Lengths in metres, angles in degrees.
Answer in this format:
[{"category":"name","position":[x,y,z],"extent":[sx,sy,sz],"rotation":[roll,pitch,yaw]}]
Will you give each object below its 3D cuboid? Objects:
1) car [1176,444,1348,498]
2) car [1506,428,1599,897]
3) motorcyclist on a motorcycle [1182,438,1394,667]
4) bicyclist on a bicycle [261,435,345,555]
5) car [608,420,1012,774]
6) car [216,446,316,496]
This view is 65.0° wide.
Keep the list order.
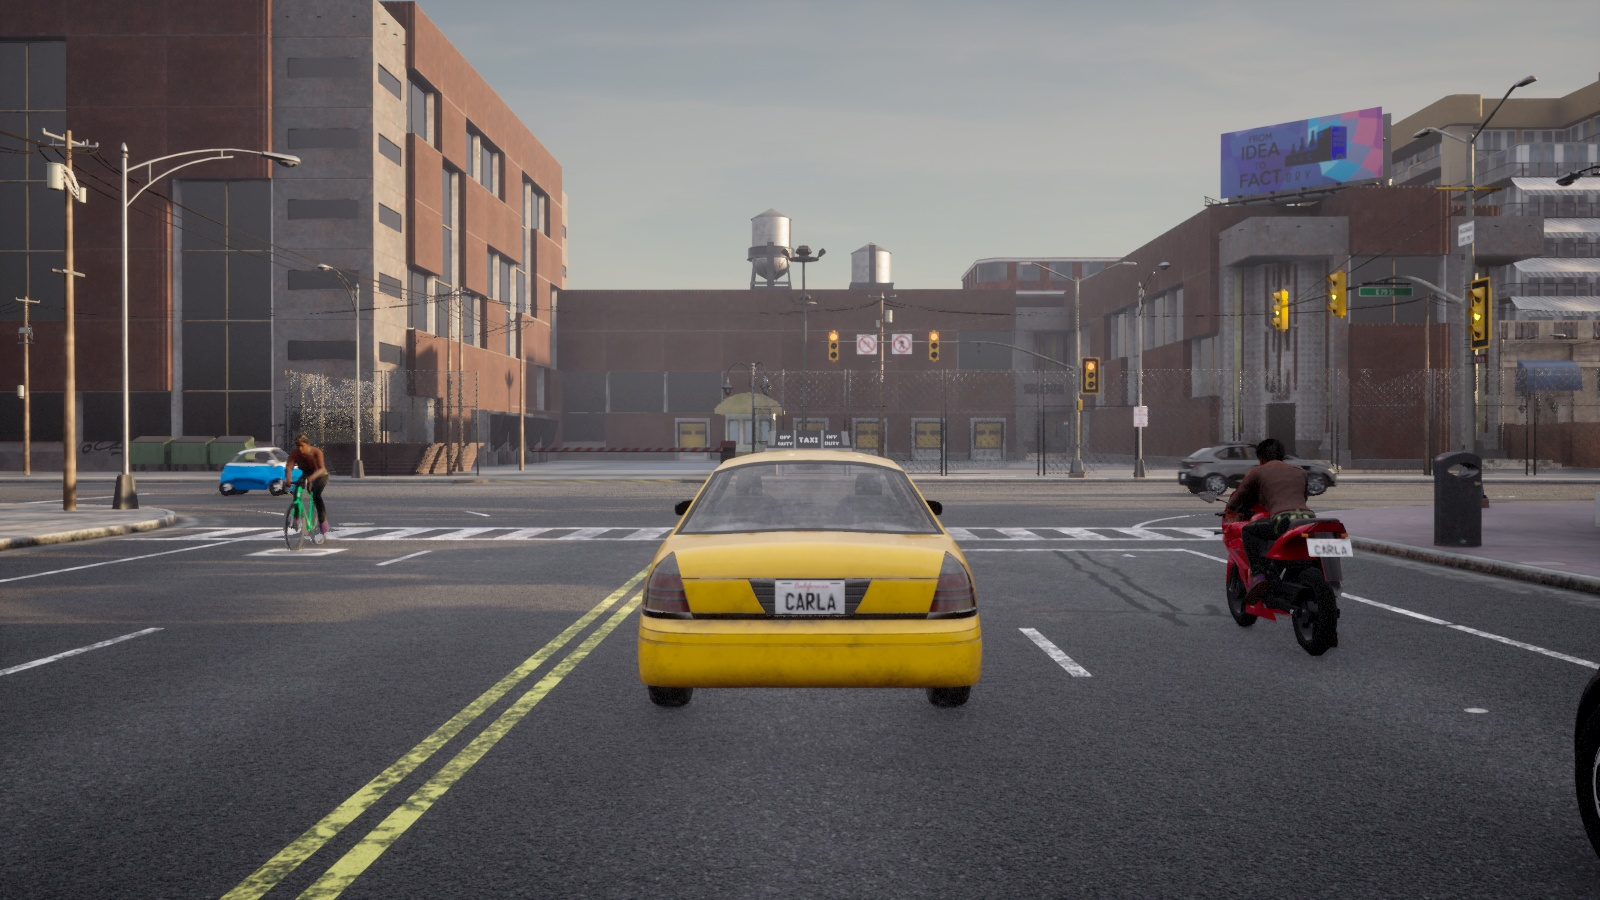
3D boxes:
[{"category":"car","position":[12.979,0.570,35.447],"extent":[4.193,1.474,1.816],"rotation":[0,0,1]},{"category":"car","position":[3.526,0.712,2.849],"extent":[1.789,1.549,3.705],"rotation":[0,0,1]},{"category":"motorcyclist on a motorcycle","position":[3.563,0.678,9.397],"extent":[0.797,1.523,2.044],"rotation":[0,0,0]},{"category":"bicyclist on a bicycle","position":[-6.999,0.593,17.753],"extent":[0.582,1.620,1.656],"rotation":[0,1,-2]},{"category":"car","position":[0.057,0.639,8.274],"extent":[1.801,1.575,5.366],"rotation":[0,0,0]},{"category":"car","position":[-15.226,0.587,35.851],"extent":[2.207,1.376,1.481],"rotation":[0,0,1]}]
